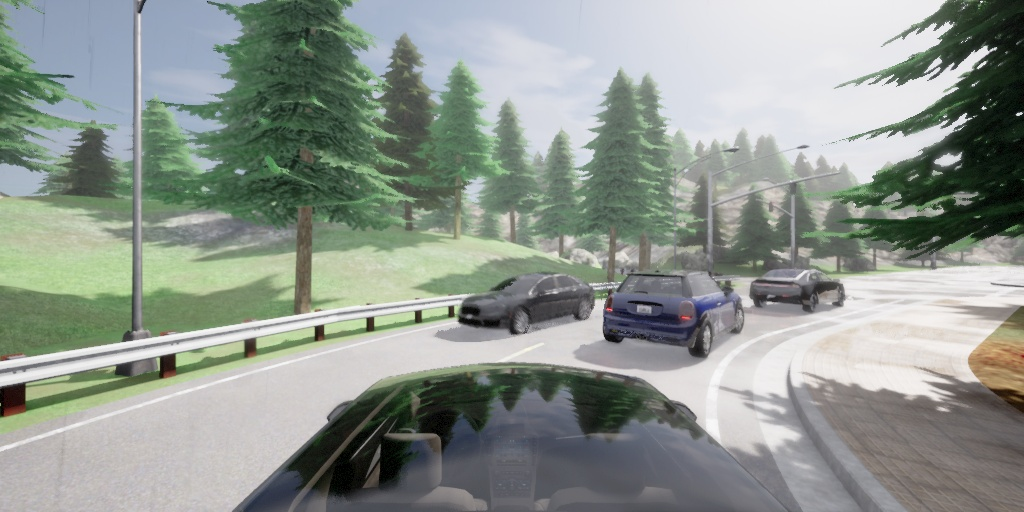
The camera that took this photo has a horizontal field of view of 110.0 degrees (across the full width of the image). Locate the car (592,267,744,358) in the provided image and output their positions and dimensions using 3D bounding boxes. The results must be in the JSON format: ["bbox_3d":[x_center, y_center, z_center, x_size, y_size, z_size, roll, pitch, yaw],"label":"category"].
[{"bbox_3d":[4.126,1.108,8.857,2.097,1.767,4.553,0,0,43],"label":"car"}]

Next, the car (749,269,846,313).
[{"bbox_3d":[11.282,1.253,14.102,4.902,1.511,2.128,0,0,-33],"label":"car"}]

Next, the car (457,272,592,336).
[{"bbox_3d":[0.613,1.262,10.708,1.837,1.490,4.892,-2,-1,44],"label":"car"}]
